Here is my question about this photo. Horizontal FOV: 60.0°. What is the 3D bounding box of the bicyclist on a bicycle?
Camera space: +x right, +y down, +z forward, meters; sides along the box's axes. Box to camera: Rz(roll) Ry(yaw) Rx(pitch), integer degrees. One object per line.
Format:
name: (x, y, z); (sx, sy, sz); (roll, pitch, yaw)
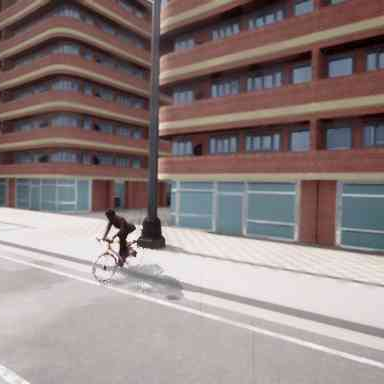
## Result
bicyclist on a bicycle: (-1.766, 1.205, 8.019); (0.582, 1.620, 1.656); (2, 10, 36)
